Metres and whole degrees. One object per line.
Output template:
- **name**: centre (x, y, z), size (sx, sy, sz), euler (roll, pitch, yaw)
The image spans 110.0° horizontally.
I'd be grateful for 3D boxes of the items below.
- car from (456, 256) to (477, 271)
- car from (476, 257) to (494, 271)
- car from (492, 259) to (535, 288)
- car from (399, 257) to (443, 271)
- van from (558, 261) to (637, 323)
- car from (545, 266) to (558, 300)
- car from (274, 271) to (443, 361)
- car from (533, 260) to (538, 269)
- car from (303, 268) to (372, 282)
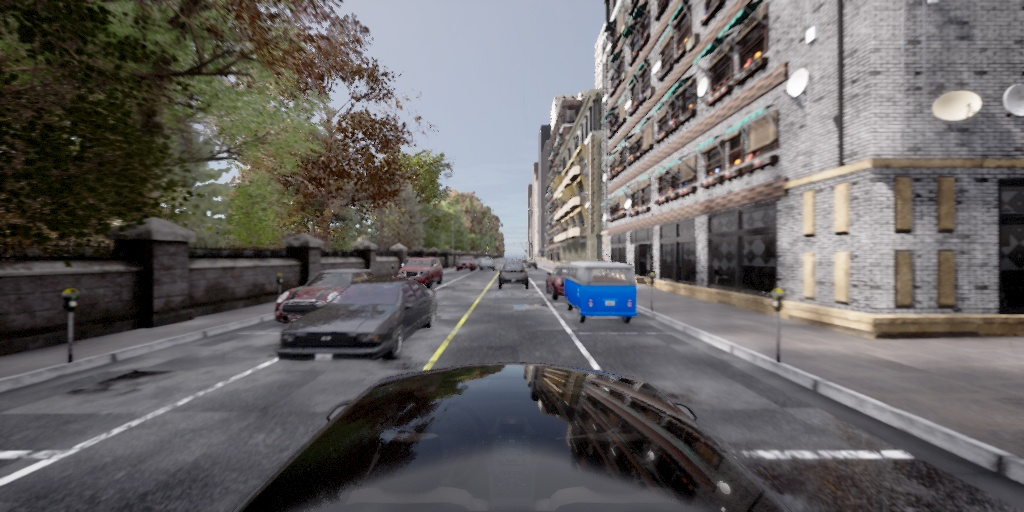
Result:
- **car**: centre (-5.696, 0.938, 44.927), size (2.192, 1.841, 5.009), euler (0, 0, 0)
- **car**: centre (-3.082, 1.148, 45.173), size (1.812, 1.442, 4.674), euler (0, 0, 0)
- **car**: centre (0.096, 1.178, 22.776), size (2.128, 1.511, 4.902), euler (0, 0, 0)
- **car**: centre (-5.694, 1.001, 22.772), size (2.192, 1.841, 5.009), euler (0, 0, 0)
- **van**: centre (2.688, 1.059, 11.699), size (1.690, 1.789, 3.998), euler (0, 0, 0)
- **car**: centre (2.688, 1.142, 17.238), size (1.967, 1.591, 4.097), euler (0, 0, 0)
- **car**: centre (-3.094, 1.277, 8.570), size (2.033, 1.411, 5.357), euler (0, 0, 0)
- **car**: centre (2.684, 1.158, 50.469), size (2.007, 1.370, 4.403), euler (0, 0, 0)
- **car**: centre (-5.692, 1.160, 11.695), size (1.967, 1.591, 4.097), euler (0, 0, 0)
